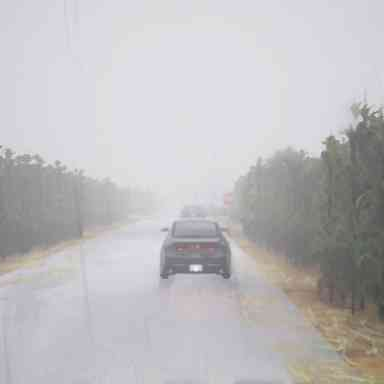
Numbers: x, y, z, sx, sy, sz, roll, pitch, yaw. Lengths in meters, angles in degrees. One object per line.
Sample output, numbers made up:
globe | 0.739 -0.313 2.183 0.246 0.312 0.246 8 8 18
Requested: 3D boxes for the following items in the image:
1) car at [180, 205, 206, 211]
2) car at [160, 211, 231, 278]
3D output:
car | 0.085 1.791 26.692 2.097 1.767 4.553 0 -1 0
car | 0.094 1.545 10.248 1.837 1.490 4.892 0 0 0
